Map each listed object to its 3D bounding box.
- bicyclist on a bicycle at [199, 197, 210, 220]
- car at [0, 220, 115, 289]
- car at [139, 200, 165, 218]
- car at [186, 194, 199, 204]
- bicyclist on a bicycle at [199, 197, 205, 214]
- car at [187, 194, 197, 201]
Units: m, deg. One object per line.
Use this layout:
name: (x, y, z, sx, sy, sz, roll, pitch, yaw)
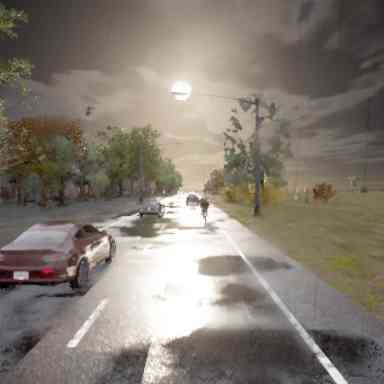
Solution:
bicyclist on a bicycle: (0.964, 1.263, 23.842, 0.659, 1.776, 1.843, 0, 0, 0)
car: (-3.401, 1.484, 8.922, 1.812, 1.442, 4.674, 0, 0, 0)
car: (-3.403, 1.416, 28.897, 2.033, 1.411, 5.357, 0, 0, 0)
car: (0.065, 1.102, 55.709, 2.097, 1.767, 4.553, 0, 0, 0)
bicyclist on a bicycle: (0.962, 1.305, 32.633, 0.582, 1.620, 1.656, 0, 0, 0)
car: (-0.004, 1.207, 74.740, 2.033, 1.411, 5.357, 0, 0, 0)
